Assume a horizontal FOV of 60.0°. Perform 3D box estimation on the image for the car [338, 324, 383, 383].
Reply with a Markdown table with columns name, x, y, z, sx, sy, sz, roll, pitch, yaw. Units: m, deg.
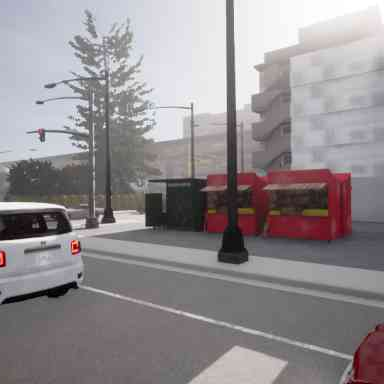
| name | x | y | z | sx | sy | sz | roll | pitch | yaw |
| --- | --- | --- | --- | --- | --- | --- | --- | --- | --- |
| car | 3.267 | 1.601 | 1.653 | 4.718 | 1.301 | 1.895 | 0 | 0 | 35 |

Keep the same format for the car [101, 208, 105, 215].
| name | x | y | z | sx | sy | sz | roll | pitch | yaw |
| --- | --- | --- | --- | --- | --- | --- | --- | --- | --- |
| car | -10.087 | 1.732 | 29.381 | 1.895 | 1.301 | 4.718 | -1 | -1 | 36 |

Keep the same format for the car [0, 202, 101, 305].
| name | x | y | z | sx | sy | sz | roll | pitch | yaw |
| --- | --- | --- | --- | --- | --- | --- | --- | --- | --- |
| car | -4.748 | 1.234 | 7.336 | 5.566 | 2.045 | 2.150 | 0 | 0 | 36 |

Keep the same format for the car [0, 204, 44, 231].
| name | x | y | z | sx | sy | sz | roll | pitch | yaw |
| --- | --- | --- | --- | --- | --- | --- | --- | --- | --- |
| car | -12.085 | 1.598 | 20.696 | 1.837 | 1.490 | 4.892 | 0 | 1 | 40 |

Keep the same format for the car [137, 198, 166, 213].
| name | x | y | z | sx | sy | sz | roll | pitch | yaw |
| --- | --- | --- | --- | --- | --- | --- | --- | --- | --- |
| car | -4.126 | 1.482 | 37.595 | 2.097 | 1.767 | 4.553 | -1 | -1 | 36 |
